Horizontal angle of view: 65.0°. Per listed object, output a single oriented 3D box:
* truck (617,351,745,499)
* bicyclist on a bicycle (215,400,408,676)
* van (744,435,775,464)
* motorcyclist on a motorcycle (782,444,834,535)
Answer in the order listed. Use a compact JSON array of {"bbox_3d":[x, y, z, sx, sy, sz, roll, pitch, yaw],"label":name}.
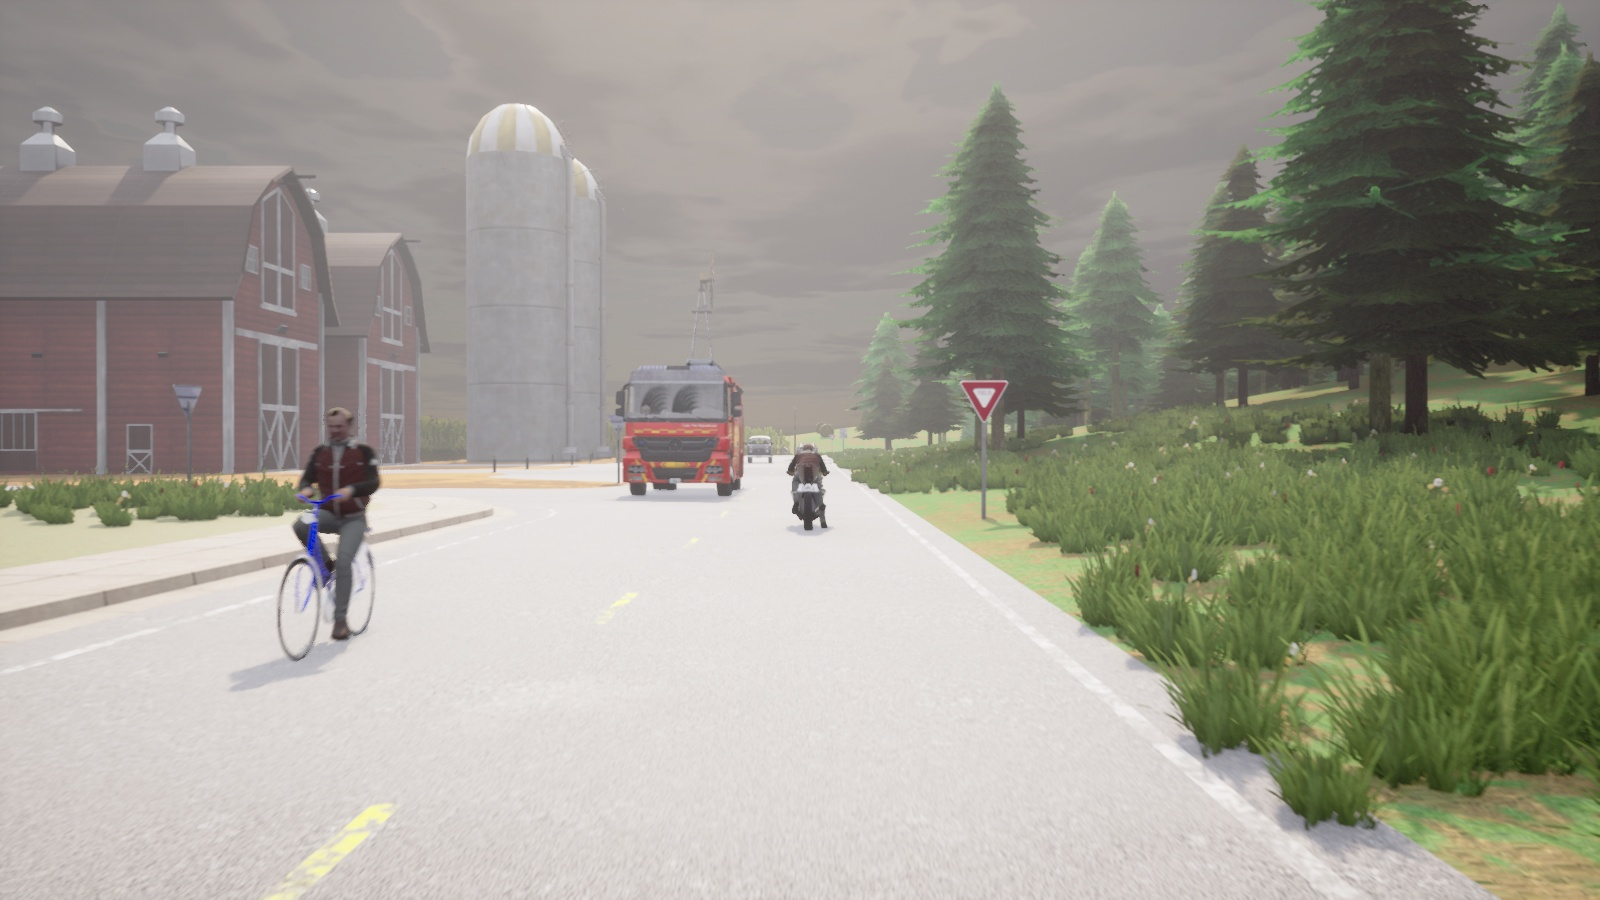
[{"bbox_3d":[-3.272,-0.645,36.875,2.891,3.827,8.468,0,0,0],"label":"truck"},{"bbox_3d":[-3.436,0.563,9.008,0.659,1.776,1.843,0,0,0],"label":"bicyclist on a bicycle"},{"bbox_3d":[-2.957,-0.055,92.716,2.069,2.038,4.480,0,0,0],"label":"van"},{"bbox_3d":[0.142,0.657,22.194,0.866,1.530,2.191,0,0,0],"label":"motorcyclist on a motorcycle"}]
